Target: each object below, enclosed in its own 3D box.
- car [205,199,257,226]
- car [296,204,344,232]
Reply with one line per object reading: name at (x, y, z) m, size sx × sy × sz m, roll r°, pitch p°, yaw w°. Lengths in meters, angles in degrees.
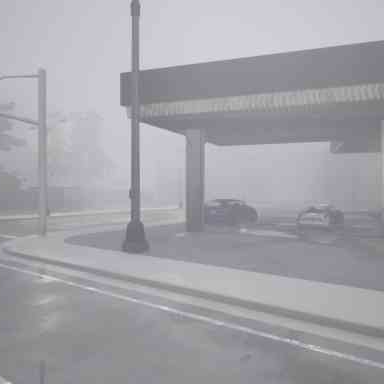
car at (2.648, 1.295, 22.587) m, size 2.242 × 1.667 × 4.611 m, roll 0°, pitch 0°, yaw 37°
car at (7.722, 1.456, 19.787) m, size 1.970 × 1.475 × 3.806 m, roll 0°, pitch 0°, yaw 37°
